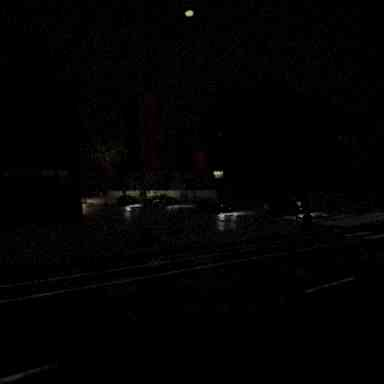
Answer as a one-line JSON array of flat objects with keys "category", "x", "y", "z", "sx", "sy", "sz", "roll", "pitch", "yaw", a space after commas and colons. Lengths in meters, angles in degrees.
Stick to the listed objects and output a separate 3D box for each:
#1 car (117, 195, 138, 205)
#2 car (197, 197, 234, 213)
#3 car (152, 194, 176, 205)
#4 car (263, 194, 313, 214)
[{"category": "car", "x": -10.234, "y": 1.218, "z": 52.416, "sx": 1.837, "sy": 1.490, "sz": 4.892, "roll": -3, "pitch": 1, "yaw": -35}, {"category": "car", "x": 2.356, "y": 1.289, "z": 34.469, "sx": 1.812, "sy": 1.442, "sz": 4.674, "roll": -3, "pitch": 2, "yaw": -35}, {"category": "car", "x": -4.151, "y": 1.072, "z": 49.348, "sx": 2.128, "sy": 1.511, "sz": 4.902, "roll": -3, "pitch": 2, "yaw": -35}, {"category": "car", "x": 8.847, "y": 0.989, "z": 30.902, "sx": 2.097, "sy": 1.767, "sz": 4.553, "roll": -3, "pitch": 2, "yaw": -35}]
